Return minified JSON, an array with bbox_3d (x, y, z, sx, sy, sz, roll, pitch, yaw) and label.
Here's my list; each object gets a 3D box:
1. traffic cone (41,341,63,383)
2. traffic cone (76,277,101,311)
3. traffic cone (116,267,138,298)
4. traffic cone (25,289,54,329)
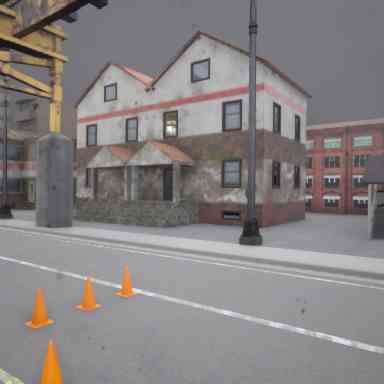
[{"bbox_3d":[-1.558,1.952,3.683,0.340,0.580,0.340,0,0,36],"label":"traffic cone"},{"bbox_3d":[-2.011,1.949,6.475,0.340,0.580,0.340,0,0,36],"label":"traffic cone"},{"bbox_3d":[-1.426,1.949,7.286,0.340,0.580,0.340,0,0,36],"label":"traffic cone"},{"bbox_3d":[-2.595,1.949,5.664,0.340,0.580,0.340,0,0,36],"label":"traffic cone"}]
